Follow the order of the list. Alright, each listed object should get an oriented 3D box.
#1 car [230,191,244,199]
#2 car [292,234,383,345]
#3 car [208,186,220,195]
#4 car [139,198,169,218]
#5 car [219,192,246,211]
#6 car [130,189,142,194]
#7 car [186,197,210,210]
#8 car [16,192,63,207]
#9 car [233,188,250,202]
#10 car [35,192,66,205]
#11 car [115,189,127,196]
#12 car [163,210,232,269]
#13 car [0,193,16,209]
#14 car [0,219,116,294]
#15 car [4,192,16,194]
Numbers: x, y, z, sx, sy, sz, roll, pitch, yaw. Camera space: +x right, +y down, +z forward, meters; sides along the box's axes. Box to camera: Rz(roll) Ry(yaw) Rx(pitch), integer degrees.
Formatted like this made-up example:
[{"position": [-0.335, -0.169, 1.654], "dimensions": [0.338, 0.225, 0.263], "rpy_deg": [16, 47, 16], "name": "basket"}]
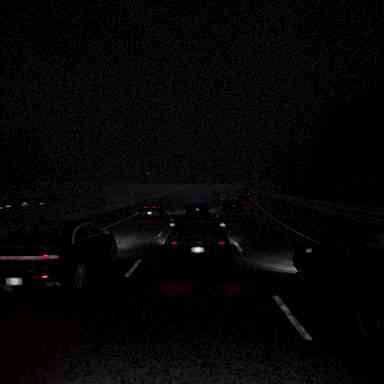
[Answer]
[{"position": [8.485, 0.507, 63.043], "dimensions": [2.033, 1.411, 5.357], "rpy_deg": [0, 2, 2], "name": "car"}, {"position": [3.503, 1.512, 6.293], "dimensions": [2.033, 1.411, 5.357], "rpy_deg": [0, 0, 1], "name": "car"}, {"position": [5.507, -0.027, 78.928], "dimensions": [1.882, 1.535, 5.008], "rpy_deg": [0, 2, 2], "name": "car"}, {"position": [-3.052, 1.255, 26.805], "dimensions": [1.837, 1.490, 4.892], "rpy_deg": [0, 1, 1], "name": "car"}, {"position": [4.038, 1.105, 33.998], "dimensions": [1.882, 1.535, 5.008], "rpy_deg": [0, 1, 2], "name": "car"}, {"position": [-12.206, 0.173, 72.769], "dimensions": [1.882, 1.535, 5.008], "rpy_deg": [0, 2, 2], "name": "car"}, {"position": [0.494, 1.196, 28.688], "dimensions": [1.882, 1.535, 5.008], "rpy_deg": [0, 1, 1], "name": "car"}, {"position": [-13.656, 1.050, 30.506], "dimensions": [2.097, 1.767, 4.553], "rpy_deg": [0, 1, 2], "name": "car"}, {"position": [8.050, 0.436, 53.415], "dimensions": [2.150, 2.045, 5.566], "rpy_deg": [0, 1, 3], "name": "car"}, {"position": [-20.054, 0.877, 47.289], "dimensions": [2.128, 1.511, 4.902], "rpy_deg": [0, 1, 2], "name": "car"}, {"position": [-15.676, 0.196, 73.718], "dimensions": [2.128, 1.511, 4.902], "rpy_deg": [0, 2, 2], "name": "car"}, {"position": [0.177, 1.519, 11.010], "dimensions": [1.994, 1.385, 4.181], "rpy_deg": [0, 0, 1], "name": "car"}, {"position": [-17.106, 1.175, 32.395], "dimensions": [1.837, 1.490, 4.892], "rpy_deg": [0, 1, 2], "name": "car"}, {"position": [-3.346, 1.464, 8.725], "dimensions": [2.128, 1.511, 4.902], "rpy_deg": [0, 0, 0], "name": "car"}, {"position": [-23.096, 0.848, 42.216], "dimensions": [2.097, 1.767, 4.553], "rpy_deg": [0, 1, -1], "name": "car"}]
